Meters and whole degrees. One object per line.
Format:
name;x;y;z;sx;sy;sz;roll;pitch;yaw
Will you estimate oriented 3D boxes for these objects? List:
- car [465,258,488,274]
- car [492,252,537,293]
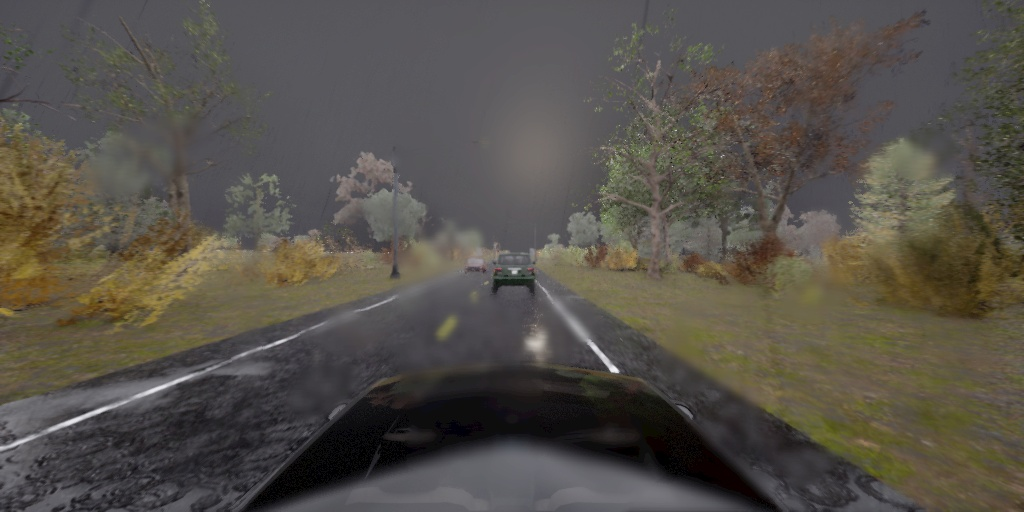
car;-3.487;0.947;35.705;1.882;1.535;5.008;0;1;1
car;0.128;0.826;19.391;2.150;2.045;5.566;0;0;0
